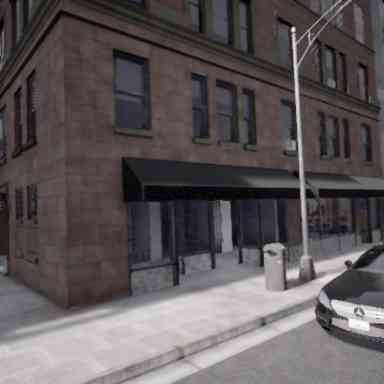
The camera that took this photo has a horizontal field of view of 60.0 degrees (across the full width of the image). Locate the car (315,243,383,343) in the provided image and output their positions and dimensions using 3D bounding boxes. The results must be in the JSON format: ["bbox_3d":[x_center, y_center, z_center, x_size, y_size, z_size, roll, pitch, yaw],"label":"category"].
[{"bbox_3d":[4.228,1.742,6.518,4.674,1.442,1.812,1,-4,-41],"label":"car"}]
